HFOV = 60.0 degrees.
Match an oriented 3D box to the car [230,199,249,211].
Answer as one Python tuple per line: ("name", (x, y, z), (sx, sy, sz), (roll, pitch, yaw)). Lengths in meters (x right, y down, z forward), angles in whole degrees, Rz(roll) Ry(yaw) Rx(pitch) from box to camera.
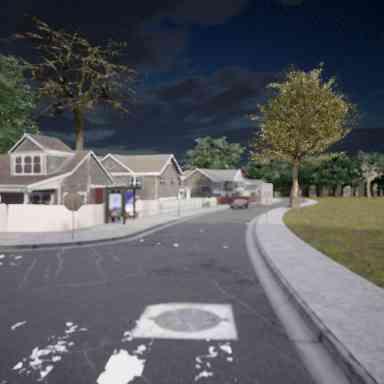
("car", (6.727, 1.751, 46.922), (1.882, 1.535, 5.008), (0, 0, 22))
